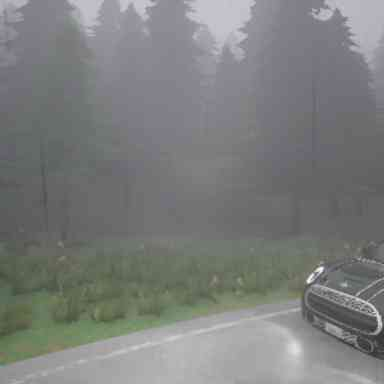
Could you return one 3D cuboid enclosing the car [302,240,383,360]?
[{"bbox_3d":[4.154,1.441,5.663,4.553,1.767,2.097,1,-1,-21],"label":"car"}]
